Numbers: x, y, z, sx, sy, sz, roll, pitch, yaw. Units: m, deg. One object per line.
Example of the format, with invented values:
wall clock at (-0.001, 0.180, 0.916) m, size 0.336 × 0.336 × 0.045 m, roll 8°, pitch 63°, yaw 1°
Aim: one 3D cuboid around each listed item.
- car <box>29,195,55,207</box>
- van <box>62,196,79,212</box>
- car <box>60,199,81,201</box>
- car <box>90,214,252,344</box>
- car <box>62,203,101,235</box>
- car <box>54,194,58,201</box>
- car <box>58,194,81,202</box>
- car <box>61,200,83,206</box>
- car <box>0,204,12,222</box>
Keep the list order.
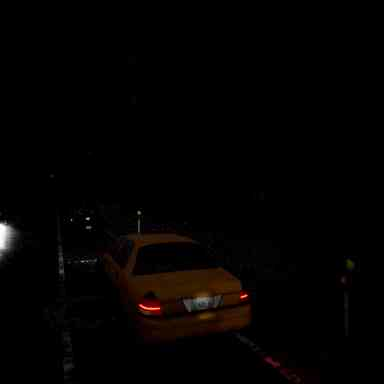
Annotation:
car at (-22.967, 1.541, 50.692) m, size 2.033 × 1.411 × 5.357 m, roll 0°, pitch 0°, yaw -34°
van at (-14.395, 1.342, 39.209) m, size 1.690 × 1.788 × 3.998 m, roll 0°, pitch 0°, yaw -22°
car at (-10.216, 1.567, 28.982) m, size 1.947 × 1.339 × 4.313 m, roll 0°, pitch 0°, yaw -22°
car at (-0.831, 1.457, 6.788) m, size 1.801 × 1.575 × 5.366 m, roll 0°, pitch 0°, yaw -22°
car at (-6.037, 1.551, 18.756) m, size 2.008 × 1.369 × 4.403 m, roll 0°, pitch 0°, yaw -22°
car at (-31.263, 1.469, 79.729) m, size 1.967 × 1.590 × 4.097 m, roll 0°, pitch 0°, yaw -23°
car at (-12.305, 1.316, 34.096) m, size 2.192 × 1.841 × 5.009 m, roll 0°, pitch 0°, yaw -22°
car at (-8.126, 1.551, 23.869) m, size 2.008 × 1.369 × 4.403 m, roll 0°, pitch 0°, yaw -22°
car at (-15.386, 1.601, 25.898) m, size 1.895 × 1.301 × 4.718 m, roll 0°, pitch 0°, yaw -22°
